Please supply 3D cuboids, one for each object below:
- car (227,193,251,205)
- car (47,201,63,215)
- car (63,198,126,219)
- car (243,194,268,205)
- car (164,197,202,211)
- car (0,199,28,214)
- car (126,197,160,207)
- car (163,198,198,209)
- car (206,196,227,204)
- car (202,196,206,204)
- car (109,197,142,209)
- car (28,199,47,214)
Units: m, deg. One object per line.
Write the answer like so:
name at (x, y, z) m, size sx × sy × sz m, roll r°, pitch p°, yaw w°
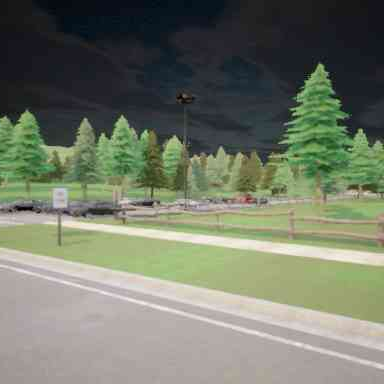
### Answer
car at (9.209, 1.218, 61.054) m, size 2.150 × 2.045 × 5.566 m, roll 0°, pitch 0°, yaw 35°
car at (-10.924, 1.538, 32.556) m, size 2.033 × 1.411 × 5.357 m, roll 0°, pitch 0°, yaw 35°
car at (-8.631, 1.495, 29.730) m, size 1.837 × 1.490 × 4.892 m, roll 0°, pitch 0°, yaw 35°
car at (11.511, 1.538, 58.265) m, size 2.033 × 1.411 × 5.357 m, roll 0°, pitch 0°, yaw 35°
car at (-1.179, 1.517, 40.335) m, size 1.812 × 1.442 × 4.674 m, roll 0°, pitch 0°, yaw 35°
car at (-17.713, 1.478, 35.070) m, size 2.128 × 1.511 × 4.902 m, roll 0°, pitch 0°, yaw 35°
car at (-6.473, 1.466, 44.962) m, size 1.882 × 1.535 × 5.008 m, roll 0°, pitch 0°, yaw 35°
car at (-1.524, 1.537, 45.925) m, size 2.033 × 1.411 × 5.357 m, roll 0°, pitch 0°, yaw 35°
car at (5.347, 1.481, 61.677) m, size 2.128 × 1.511 × 4.902 m, roll 0°, pitch 0°, yaw 35°
car at (2.666, 1.512, 63.943) m, size 1.812 × 1.442 × 4.674 m, roll 0°, pitch 0°, yaw 35°
car at (-9.345, 1.513, 46.943) m, size 1.812 × 1.442 × 4.674 m, roll 0°, pitch 0°, yaw 35°
car at (-14.062, 1.553, 34.170) m, size 1.994 × 1.385 × 4.181 m, roll 0°, pitch 0°, yaw 35°
